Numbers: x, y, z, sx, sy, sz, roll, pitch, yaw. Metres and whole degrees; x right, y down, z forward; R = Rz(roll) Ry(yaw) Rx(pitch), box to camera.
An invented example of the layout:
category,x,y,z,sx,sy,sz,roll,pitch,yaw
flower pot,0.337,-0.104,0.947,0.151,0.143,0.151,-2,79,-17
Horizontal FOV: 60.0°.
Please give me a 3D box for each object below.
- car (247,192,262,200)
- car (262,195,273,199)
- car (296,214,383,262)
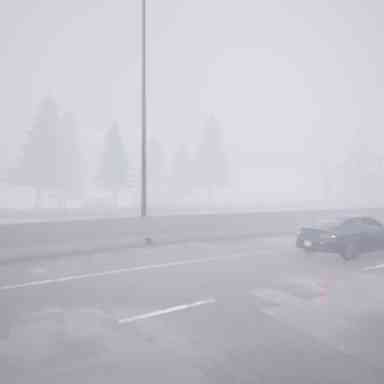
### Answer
category,x,y,z,sx,sy,sz,roll,pitch,yaw
car,17.019,1.485,91.102,1.837,1.490,4.892,0,0,-3
car,20.531,1.535,90.595,1.994,1.385,4.181,0,0,-3
car,5.843,1.522,12.042,4.674,1.442,1.812,0,0,-28
